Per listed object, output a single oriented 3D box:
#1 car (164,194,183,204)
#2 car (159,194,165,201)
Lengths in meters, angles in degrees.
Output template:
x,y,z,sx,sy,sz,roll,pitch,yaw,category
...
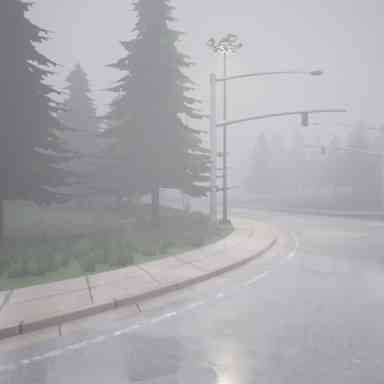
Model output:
x,y,z,sx,sy,sz,roll,pitch,yaw,category
-3.236,1.535,65.433,2.033,1.411,5.357,0,0,-21,car
-7.120,1.172,75.170,2.150,2.045,5.566,0,0,-21,car
